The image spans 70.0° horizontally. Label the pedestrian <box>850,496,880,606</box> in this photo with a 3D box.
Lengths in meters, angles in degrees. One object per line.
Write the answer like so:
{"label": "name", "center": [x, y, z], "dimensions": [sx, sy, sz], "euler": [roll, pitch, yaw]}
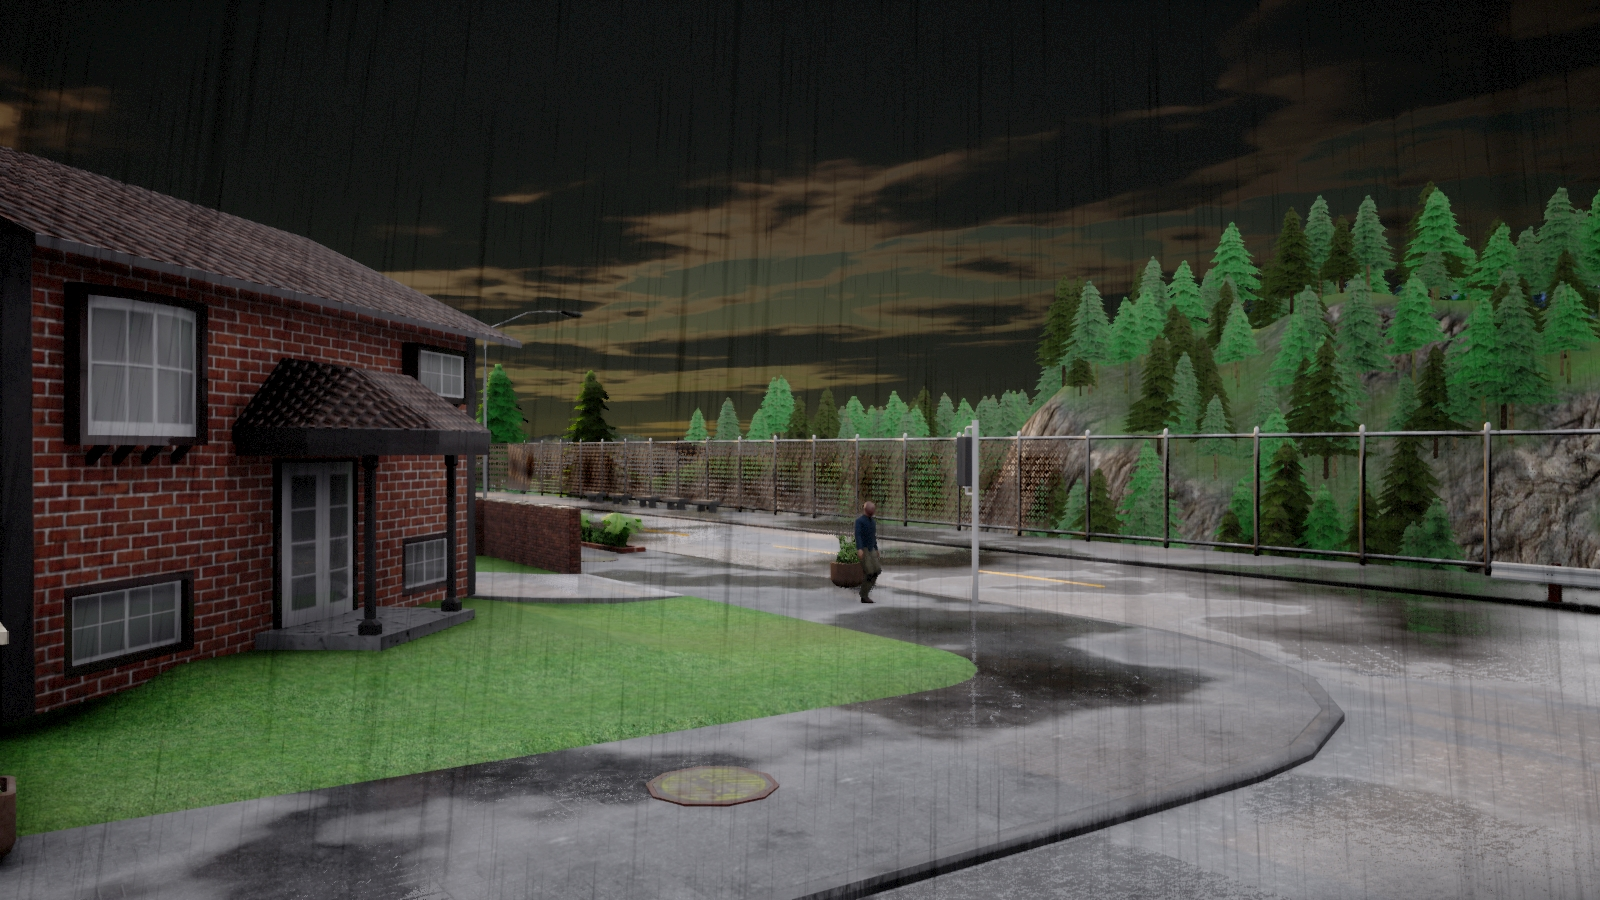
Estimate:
{"label": "pedestrian", "center": [1.135, 1.745, 19.910], "dimensions": [0.375, 1.860, 0.375], "euler": [0, 0, 41]}
